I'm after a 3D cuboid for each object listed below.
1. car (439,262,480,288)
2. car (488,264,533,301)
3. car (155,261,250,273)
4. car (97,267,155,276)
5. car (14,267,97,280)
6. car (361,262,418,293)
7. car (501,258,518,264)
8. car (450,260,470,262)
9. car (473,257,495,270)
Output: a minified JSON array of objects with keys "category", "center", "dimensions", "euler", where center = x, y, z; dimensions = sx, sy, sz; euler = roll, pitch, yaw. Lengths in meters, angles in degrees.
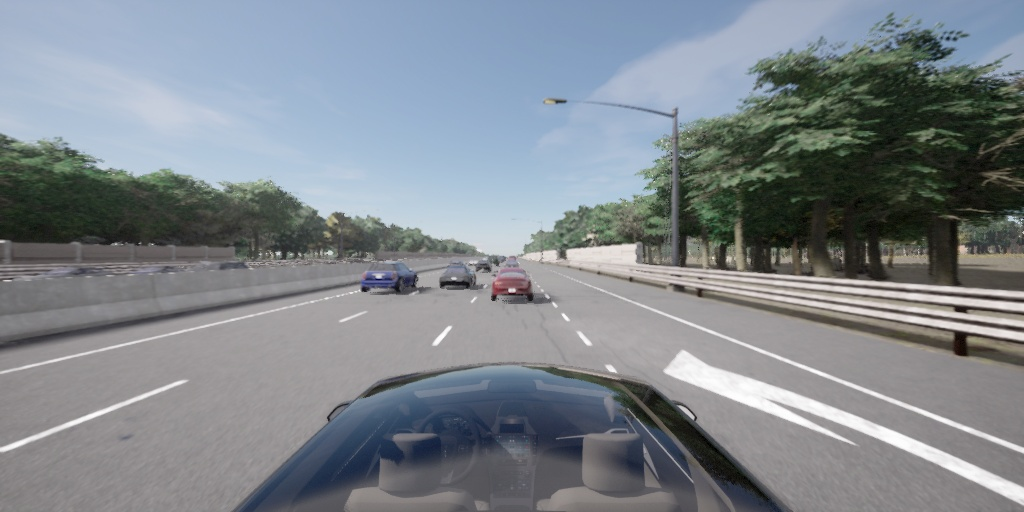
[{"category":"car","center":[-3.494,1.321,23.717],"dimensions":[1.994,1.385,4.181],"euler":[0,0,0]},{"category":"car","center":[0.004,1.284,17.430],"dimensions":[1.812,1.442,4.674],"euler":[0,0,0]},{"category":"car","center":[-17.582,1.110,21.140],"dimensions":[2.097,1.767,4.553],"euler":[0,0,0]},{"category":"car","center":[-21.081,1.321,21.267],"dimensions":[1.994,1.385,4.181],"euler":[0,0,0]},{"category":"car","center":[-24.583,1.322,19.997],"dimensions":[1.994,1.385,4.181],"euler":[0,0,0]},{"category":"car","center":[-6.997,1.109,20.969],"dimensions":[2.097,1.767,4.553],"euler":[0,0,0]},{"category":"car","center":[0.010,1.276,45.312],"dimensions":[2.033,1.411,5.357],"euler":[0,0,0]},{"category":"car","center":[-6.990,1.220,45.324],"dimensions":[2.128,1.511,4.902],"euler":[0,0,0]},{"category":"car","center":[-3.491,1.235,45.321],"dimensions":[1.837,1.490,4.892],"euler":[0,0,0]}]
